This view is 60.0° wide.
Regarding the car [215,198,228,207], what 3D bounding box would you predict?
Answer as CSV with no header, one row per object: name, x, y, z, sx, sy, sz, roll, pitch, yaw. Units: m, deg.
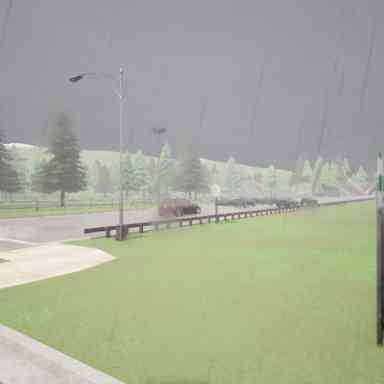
car,5.336,1.577,52.762,1.994,1.385,4.181,0,0,35

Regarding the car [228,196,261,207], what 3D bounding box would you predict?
car,8.033,1.502,50.526,2.128,1.511,4.902,0,0,35

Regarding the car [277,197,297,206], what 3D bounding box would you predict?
car,15.937,1.535,55.632,1.812,1.442,4.674,0,0,35

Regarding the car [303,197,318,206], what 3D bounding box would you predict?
car,19.127,1.513,54.264,1.837,1.490,4.892,0,0,35

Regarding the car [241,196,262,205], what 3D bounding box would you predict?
car,10.998,1.491,60.962,1.882,1.535,5.008,0,0,35

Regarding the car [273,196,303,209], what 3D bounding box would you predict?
car,13.264,1.513,45.803,1.837,1.490,4.892,0,0,35

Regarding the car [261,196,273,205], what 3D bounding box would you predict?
car,13.866,1.503,58.955,2.128,1.511,4.902,0,0,35

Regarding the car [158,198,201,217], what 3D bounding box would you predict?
car,-1.108,1.361,31.273,2.097,1.767,4.553,0,0,35
